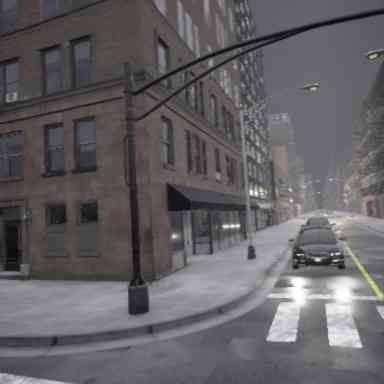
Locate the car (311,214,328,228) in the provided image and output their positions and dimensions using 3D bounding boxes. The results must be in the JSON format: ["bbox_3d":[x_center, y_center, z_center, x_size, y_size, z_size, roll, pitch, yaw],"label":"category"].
[{"bbox_3d":[16.403,3.703,42.684,1.812,1.442,4.674,-5,-5,21],"label":"car"}]

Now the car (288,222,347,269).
[{"bbox_3d":[5.285,2.251,13.997,1.837,1.490,4.892,-5,-4,21],"label":"car"}]

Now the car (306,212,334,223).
[{"bbox_3d":[8.642,2.543,22.741,2.097,1.767,4.553,-5,-5,21],"label":"car"}]
